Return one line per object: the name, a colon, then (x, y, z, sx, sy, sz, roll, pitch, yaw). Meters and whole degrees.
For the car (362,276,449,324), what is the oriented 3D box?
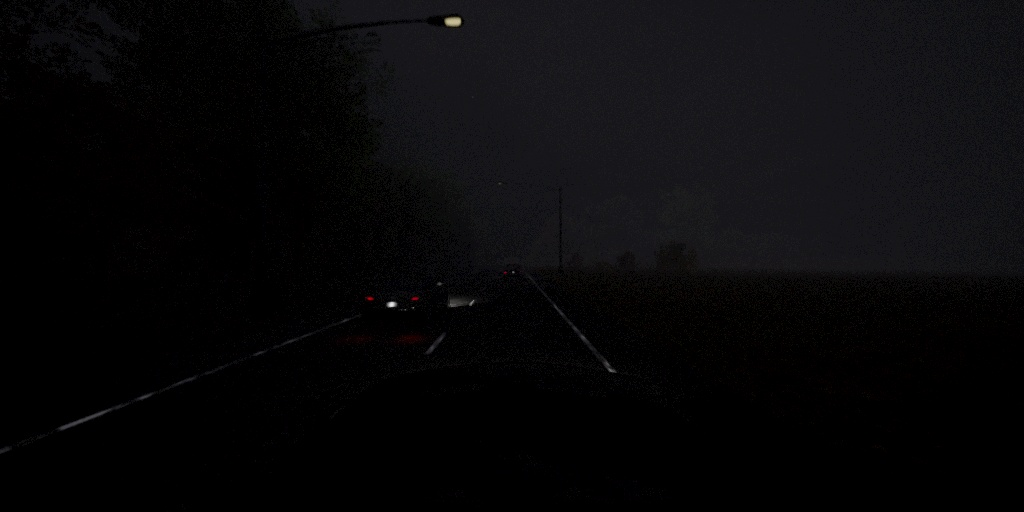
car: (-3.400, 1.351, 12.150, 1.994, 1.385, 4.181, 0, 0, 0)

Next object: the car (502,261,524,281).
car: (0.103, 1.395, 31.842, 2.033, 1.411, 5.357, 0, 0, 0)
